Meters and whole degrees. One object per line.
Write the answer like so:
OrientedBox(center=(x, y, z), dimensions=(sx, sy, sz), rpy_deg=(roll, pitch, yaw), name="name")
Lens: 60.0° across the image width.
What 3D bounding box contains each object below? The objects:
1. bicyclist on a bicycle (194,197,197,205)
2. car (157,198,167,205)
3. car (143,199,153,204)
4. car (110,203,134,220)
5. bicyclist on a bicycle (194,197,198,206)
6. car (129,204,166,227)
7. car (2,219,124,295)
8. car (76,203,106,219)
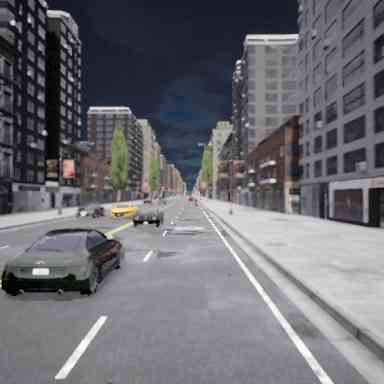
OrientedBox(center=(0.875, 2.133, 79.352), dimensions=(0.659, 1.776, 1.843), rpy_deg=(0, 0, 0), name="bicyclist on a bicycle")
OrientedBox(center=(-6.517, 2.120, 73.666), dimensions=(1.837, 1.490, 4.892), rpy_deg=(0, -1, 0), name="car")
OrientedBox(center=(-9.767, 2.185, 74.050), dimensions=(1.895, 1.301, 4.718), rpy_deg=(0, -1, 0), name="car")
OrientedBox(center=(-6.603, 1.812, 32.492), dimensions=(1.882, 1.535, 5.008), rpy_deg=(0, -1, 0), name="car")
OrientedBox(center=(0.878, 2.137, 70.356), dimensions=(0.582, 1.620, 1.656), rpy_deg=(0, -1, 0), name="bicyclist on a bicycle")
OrientedBox(center=(-3.162, 1.860, 25.009), dimensions=(1.895, 1.301, 4.718), rpy_deg=(0, -1, 0), name="car")
OrientedBox(center=(-3.163, 1.659, 8.977), dimensions=(1.994, 1.385, 4.181), rpy_deg=(0, 0, 0), name="car")
OrientedBox(center=(-9.852, 1.827, 32.631), dimensions=(2.128, 1.511, 4.902), rpy_deg=(0, -1, 0), name="car")
